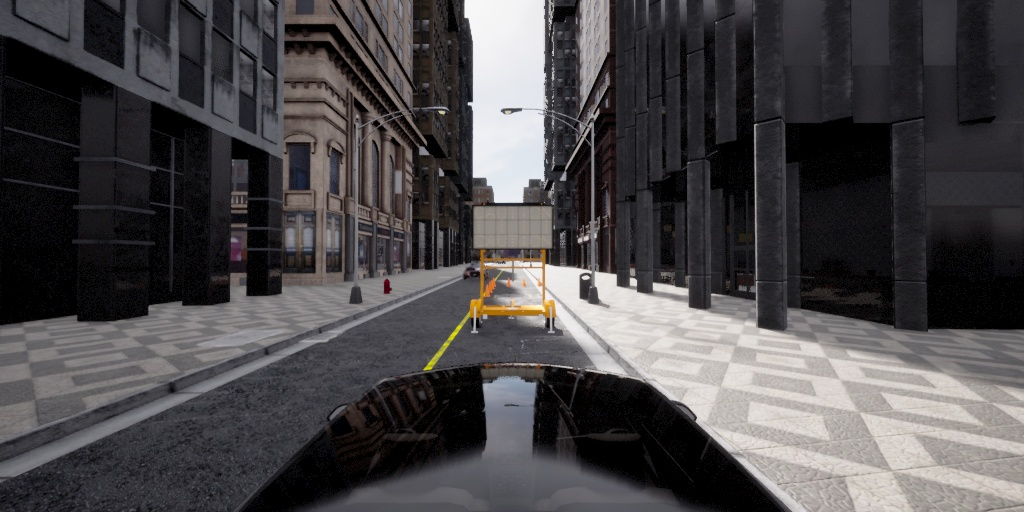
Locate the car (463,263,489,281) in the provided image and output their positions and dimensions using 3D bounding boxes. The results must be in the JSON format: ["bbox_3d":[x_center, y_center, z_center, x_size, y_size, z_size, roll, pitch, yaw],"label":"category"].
[{"bbox_3d":[-3.013,1.332,30.775,1.994,1.385,4.181,0,0,0],"label":"car"}]

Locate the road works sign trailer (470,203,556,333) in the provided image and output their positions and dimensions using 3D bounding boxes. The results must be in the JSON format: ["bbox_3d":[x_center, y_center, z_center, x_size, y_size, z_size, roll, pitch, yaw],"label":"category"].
[{"bbox_3d":[0.027,0.217,10.723,2.380,3.560,2.880,0,0,0],"label":"road works sign trailer"}]
